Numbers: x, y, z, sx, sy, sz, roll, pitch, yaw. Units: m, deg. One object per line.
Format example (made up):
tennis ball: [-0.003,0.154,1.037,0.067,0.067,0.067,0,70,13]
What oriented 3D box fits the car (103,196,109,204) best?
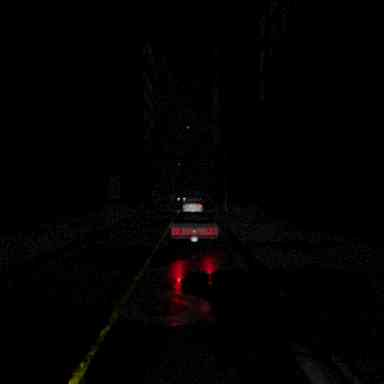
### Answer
car: [-14.550,1.184,49.399,4.313,1.339,1.947,0,1,0]

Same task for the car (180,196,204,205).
car: [0.099,1.306,29.386,1.812,1.442,4.674,0,0,1]

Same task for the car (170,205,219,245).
car: [0.096,1.492,14.821,1.895,1.301,4.718,0,0,0]

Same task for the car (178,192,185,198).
car: [-2.781,0.777,90.643,1.837,1.490,4.892,0,1,0]
